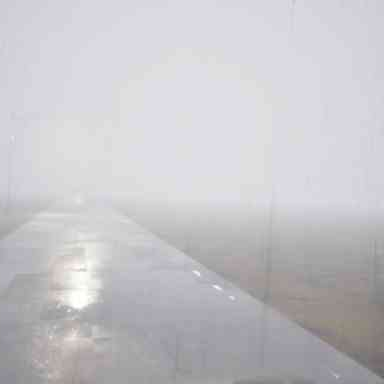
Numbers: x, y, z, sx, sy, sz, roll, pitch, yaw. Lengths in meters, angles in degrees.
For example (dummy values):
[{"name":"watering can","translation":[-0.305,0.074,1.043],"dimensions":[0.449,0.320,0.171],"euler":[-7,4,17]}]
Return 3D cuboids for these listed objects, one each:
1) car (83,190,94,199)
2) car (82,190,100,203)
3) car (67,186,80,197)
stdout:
[{"name":"car","translation":[-19.885,0.426,63.716],"dimensions":[1.812,1.442,4.674],"euler":[3,0,-18]},{"name":"car","translation":[-14.256,0.776,47.494],"dimensions":[1.812,1.442,4.674],"euler":[3,0,-19]},{"name":"car","translation":[-23.459,-0.062,65.612],"dimensions":[2.150,2.045,5.566],"euler":[3,0,-19]}]
